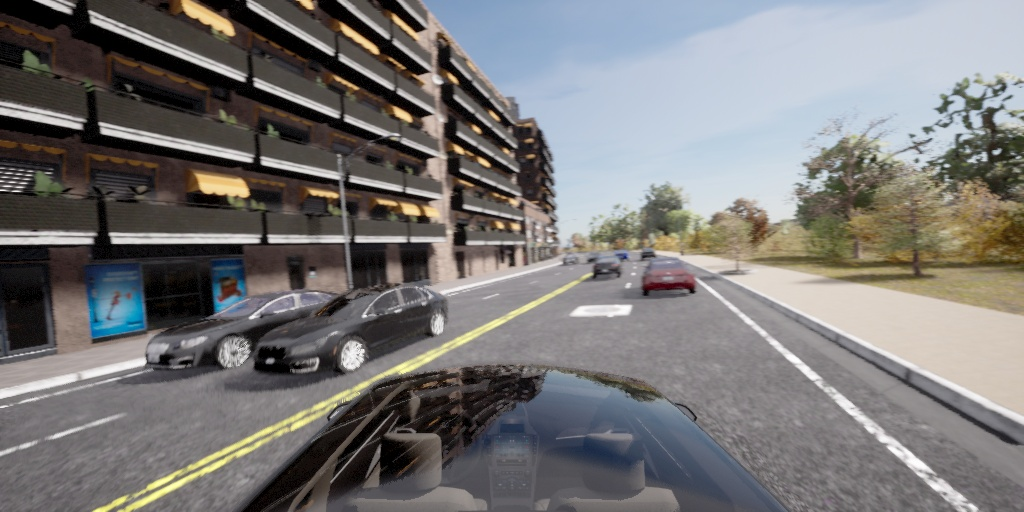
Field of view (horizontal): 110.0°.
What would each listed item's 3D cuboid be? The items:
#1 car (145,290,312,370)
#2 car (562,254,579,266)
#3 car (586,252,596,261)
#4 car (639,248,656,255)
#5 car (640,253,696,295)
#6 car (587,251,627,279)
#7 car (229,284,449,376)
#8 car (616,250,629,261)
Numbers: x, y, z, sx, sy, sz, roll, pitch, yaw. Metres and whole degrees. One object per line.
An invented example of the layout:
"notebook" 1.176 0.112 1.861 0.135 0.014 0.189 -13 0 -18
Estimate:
"car" -6.407 1.744 9.586 2.128 1.511 4.902 -5 0 22
"car" 8.053 0.457 49.284 2.128 1.511 4.902 -5 0 18
"car" 11.138 0.218 48.289 1.837 1.490 4.892 -5 0 18
"car" 17.322 -0.282 45.859 1.837 1.490 4.892 -5 1 18
"car" 6.530 0.745 15.221 1.994 1.385 4.181 -5 0 21
"car" 6.601 0.676 24.566 1.812 1.442 4.674 -5 0 20
"car" -3.339 1.510 8.520 1.837 1.490 4.892 -5 0 22
"car" 14.618 -0.095 48.059 1.882 1.535 5.008 -5 0 18
